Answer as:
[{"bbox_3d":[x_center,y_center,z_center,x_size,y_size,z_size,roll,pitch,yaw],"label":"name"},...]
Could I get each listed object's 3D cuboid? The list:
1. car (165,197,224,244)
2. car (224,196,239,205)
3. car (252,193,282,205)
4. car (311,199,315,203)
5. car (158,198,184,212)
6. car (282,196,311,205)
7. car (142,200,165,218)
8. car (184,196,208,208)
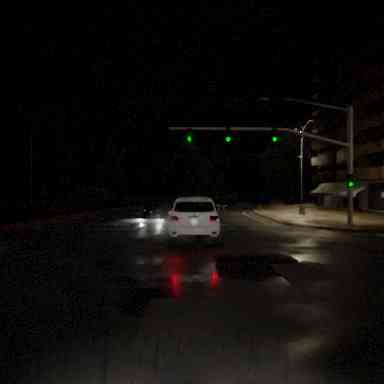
[{"bbox_3d":[0.091,1.244,15.984,2.150,2.045,5.566,0,0,0],"label":"car"},{"bbox_3d":[6.399,1.479,57.965,2.128,1.511,4.902,0,0,38],"label":"car"},{"bbox_3d":[13.092,1.208,59.702,5.566,2.045,2.150,0,0,-41],"label":"car"},{"bbox_3d":[21.860,1.510,65.218,4.674,1.442,1.812,0,0,-22],"label":"car"},{"bbox_3d":[-2.411,1.496,39.810,1.837,1.490,4.892,0,0,13],"label":"car"},{"bbox_3d":[18.220,1.534,59.193,5.357,1.411,2.033,0,0,-34],"label":"car"},{"bbox_3d":[-3.350,1.498,30.574,1.837,1.490,4.892,0,0,3],"label":"car"},{"bbox_3d":[0.679,1.467,49.336,1.882,1.535,5.008,0,0,23],"label":"car"}]
